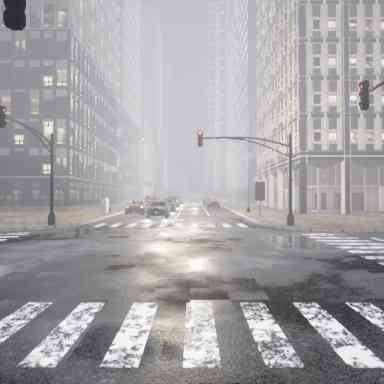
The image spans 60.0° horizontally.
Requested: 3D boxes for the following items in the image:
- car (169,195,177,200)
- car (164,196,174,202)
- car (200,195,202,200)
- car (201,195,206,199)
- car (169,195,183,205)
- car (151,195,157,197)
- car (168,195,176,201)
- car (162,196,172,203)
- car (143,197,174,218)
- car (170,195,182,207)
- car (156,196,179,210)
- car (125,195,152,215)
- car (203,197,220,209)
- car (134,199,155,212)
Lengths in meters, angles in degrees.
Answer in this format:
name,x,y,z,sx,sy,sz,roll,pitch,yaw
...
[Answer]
name,x,y,z,sx,sy,sz,roll,pitch,yaw
car,-5.318,1.605,95.090,1.947,1.339,4.313,1,0,0
car,-5.381,1.582,78.365,2.008,1.369,4.403,1,0,0
car,2.936,1.590,61.677,1.947,1.339,4.313,1,0,0
car,2.917,1.547,56.270,1.752,1.417,4.829,1,0,0
car,-2.822,1.375,59.812,2.097,1.767,4.553,0,0,1
car,-5.502,1.332,44.914,2.192,1.841,5.009,1,0,0
car,-5.339,1.587,89.515,2.008,1.369,4.403,1,0,0
car,-5.402,1.573,72.790,1.887,1.381,4.507,1,0,0
car,-2.985,1.516,30.302,1.837,1.490,4.892,0,0,0
car,-2.905,1.371,49.826,2.097,1.767,4.553,0,0,0
car,-2.949,1.520,39.751,1.837,1.490,4.892,0,0,0
car,-5.547,1.453,33.764,1.967,1.590,4.097,1,0,0
car,2.872,1.599,44.944,1.802,1.307,4.206,1,0,0
car,-5.529,1.597,39.339,1.802,1.307,4.206,1,0,0
